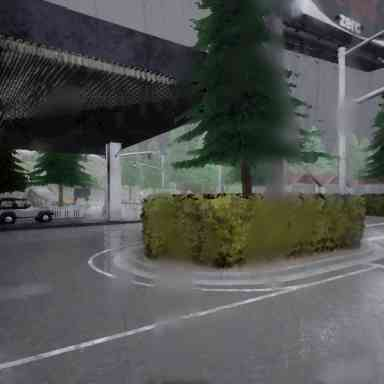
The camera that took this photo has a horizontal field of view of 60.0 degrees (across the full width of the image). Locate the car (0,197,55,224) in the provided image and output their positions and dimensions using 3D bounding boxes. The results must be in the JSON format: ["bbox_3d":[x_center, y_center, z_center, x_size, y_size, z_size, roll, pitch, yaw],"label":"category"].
[{"bbox_3d":[-11.923,1.313,23.509,3.866,1.878,1.905,0,0,-36],"label":"car"}]
